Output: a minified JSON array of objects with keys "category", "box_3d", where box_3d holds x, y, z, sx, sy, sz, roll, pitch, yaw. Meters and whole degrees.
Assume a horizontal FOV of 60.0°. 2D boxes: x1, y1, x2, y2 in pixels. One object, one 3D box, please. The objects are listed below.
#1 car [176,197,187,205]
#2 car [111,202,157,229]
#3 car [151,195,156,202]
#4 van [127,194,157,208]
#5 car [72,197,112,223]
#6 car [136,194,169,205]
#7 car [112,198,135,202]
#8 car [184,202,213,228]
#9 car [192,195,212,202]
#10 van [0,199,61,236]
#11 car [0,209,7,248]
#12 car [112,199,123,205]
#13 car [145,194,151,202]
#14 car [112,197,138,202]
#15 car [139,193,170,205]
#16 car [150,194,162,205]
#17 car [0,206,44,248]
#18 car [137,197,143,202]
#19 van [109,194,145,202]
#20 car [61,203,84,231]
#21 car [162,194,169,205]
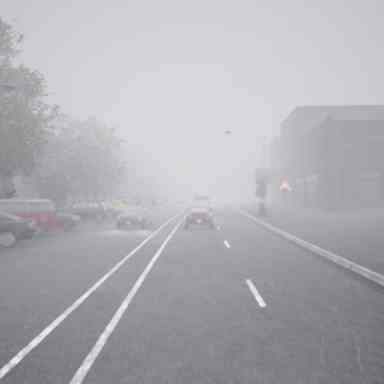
[{"category":"car","box_3d":[-1.942,1.676,64.190,2.033,1.411,5.357,0,0,3]},{"category":"car","box_3d":[-3.851,1.648,22.856,1.812,1.442,4.674,0,0,2]},{"category":"car","box_3d":[-8.049,1.641,46.843,5.008,1.535,2.097,-1,0,-17]},{"category":"van","box_3d":[-7.878,1.407,52.712,4.442,1.987,1.878,-1,0,-17]},{"category":"car","box_3d":[-8.938,1.496,26.103,4.553,1.767,2.185,-1,0,-18]},{"category":"car","box_3d":[-7.333,1.356,61.637,5.566,2.045,2.435,-1,0,-17]},{"category":"car","box_3d":[-8.550,1.631,32.092,5.366,1.575,1.946,-1,0,-18]},{"category":"car","box_3d":[0.506,1.648,23.069,1.812,1.442,4.674,0,0,2]},{"category":"car","box_3d":[1.227,1.374,40.436,2.150,2.045,5.566,0,0,2]},{"category":"van","box_3d":[-9.353,1.363,17.144,4.442,1.987,1.878,-1,0,-19]},{"category":"car","box_3d":[-9.542,1.556,11.183,5.366,1.575,1.946,-1,0,-19]},{"category":"car","box_3d":[-8.859,1.631,29.065,4.892,1.521,2.231,-1,0,-18]},{"category":"car","box_3d":[-8.209,1.518,43.873,4.553,1.767,2.185,-1,0,-17]},{"category":"car","box_3d":[-8.769,1.640,34.946,5.366,1.575,1.946,-1,0,-18]},{"category":"car","box_3d":[-7.245,1.349,64.564,5.566,2.045,2.435,-1,0,-17]},{"category":"car","box_3d":[-7.937,1.386,49.785,5.566,2.045,2.435,-1,0,-17]},{"category":"car","box_3d":[-9.303,1.573,14.213,5.008,1.535,2.097,-1,0,-19]},{"category":"car","box_3d":[-8.480,1.673,37.951,4.792,1.488,2.163,-1,0,-17]},{"category":"van","box_3d":[-8.426,1.419,40.881,4.442,1.987,1.878,-1,0,-17]},{"category":"car","box_3d":[-9.162,1.640,20.156,4.674,1.452,2.002,-1,-1,-19]},{"category":"car","box_3d":[-7.325,1.611,58.736,5.366,1.575,1.946,-1,0,-18]}]
